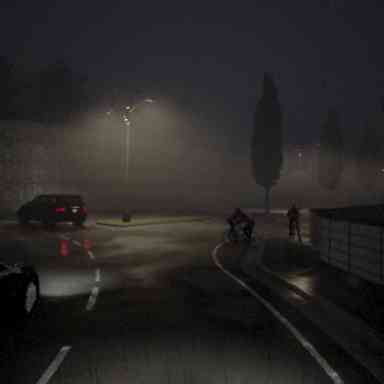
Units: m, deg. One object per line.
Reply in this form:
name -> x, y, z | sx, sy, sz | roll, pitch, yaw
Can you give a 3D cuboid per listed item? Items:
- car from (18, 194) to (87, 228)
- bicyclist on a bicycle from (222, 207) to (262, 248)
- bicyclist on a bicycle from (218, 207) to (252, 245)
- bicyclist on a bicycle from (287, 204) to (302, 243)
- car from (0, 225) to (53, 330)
car -> -9.015, 1.169, 21.345 | 5.566, 2.045, 2.150 | 0, -1, 39
bicyclist on a bicycle -> 2.060, 1.498, 13.675 | 1.656, 1.620, 0.582 | 0, 0, 5
bicyclist on a bicycle -> 1.973, 1.499, 15.124 | 1.656, 1.620, 0.582 | 1, 0, -41
bicyclist on a bicycle -> 4.502, 1.373, 14.755 | 0.582, 1.620, 1.656 | 1, 0, 16
car -> -3.633, 1.478, 4.326 | 1.837, 1.490, 4.892 | 1, 0, -4
